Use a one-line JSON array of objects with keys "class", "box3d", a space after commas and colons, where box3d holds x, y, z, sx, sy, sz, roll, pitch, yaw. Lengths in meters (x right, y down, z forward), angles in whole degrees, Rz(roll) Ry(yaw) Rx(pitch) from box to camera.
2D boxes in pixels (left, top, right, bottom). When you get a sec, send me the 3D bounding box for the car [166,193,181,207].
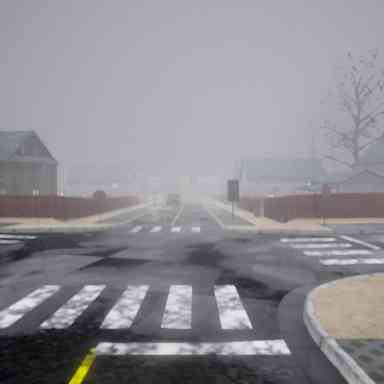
[{"class": "car", "box3d": [-2.814, 1.233, 51.686, 2.150, 2.045, 5.566, 0, 0, 0]}]
